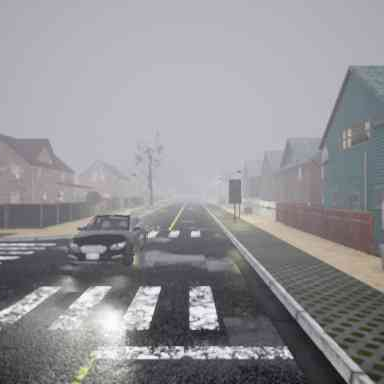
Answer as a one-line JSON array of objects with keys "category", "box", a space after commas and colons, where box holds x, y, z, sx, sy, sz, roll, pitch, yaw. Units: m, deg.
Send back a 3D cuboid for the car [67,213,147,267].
[{"category": "car", "box": [-2.745, 1.522, 11.650, 2.128, 1.511, 4.902, 0, 0, 0]}]
